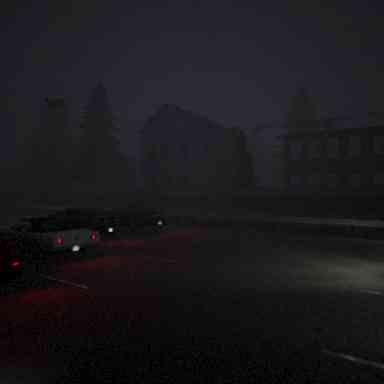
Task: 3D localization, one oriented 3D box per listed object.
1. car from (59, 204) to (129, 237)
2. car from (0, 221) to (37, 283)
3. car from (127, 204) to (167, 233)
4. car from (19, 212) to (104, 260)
[{"bbox_3d":[-5.695,1.480,16.659,4.892,1.490,1.837,0,0,36],"label":"car"},{"bbox_3d":[-6.073,1.509,8.330,4.674,1.442,1.812,0,0,36],"label":"car"},{"bbox_3d":[-3.715,1.466,19.548,4.902,1.511,2.128,0,0,36],"label":"car"},{"bbox_3d":[-5.659,1.580,12.334,4.718,1.301,1.895,0,0,36],"label":"car"}]
